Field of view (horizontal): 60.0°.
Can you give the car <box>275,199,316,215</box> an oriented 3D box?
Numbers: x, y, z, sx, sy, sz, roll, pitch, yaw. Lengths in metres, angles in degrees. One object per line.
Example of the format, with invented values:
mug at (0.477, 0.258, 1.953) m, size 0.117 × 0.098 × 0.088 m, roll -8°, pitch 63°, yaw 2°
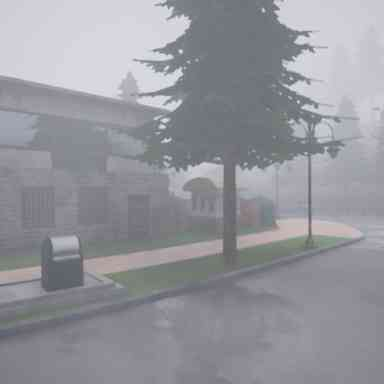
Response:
car at (9.003, 1.301, 30.279) m, size 4.181 × 1.385 × 1.994 m, roll 0°, pitch 0°, yaw 43°
